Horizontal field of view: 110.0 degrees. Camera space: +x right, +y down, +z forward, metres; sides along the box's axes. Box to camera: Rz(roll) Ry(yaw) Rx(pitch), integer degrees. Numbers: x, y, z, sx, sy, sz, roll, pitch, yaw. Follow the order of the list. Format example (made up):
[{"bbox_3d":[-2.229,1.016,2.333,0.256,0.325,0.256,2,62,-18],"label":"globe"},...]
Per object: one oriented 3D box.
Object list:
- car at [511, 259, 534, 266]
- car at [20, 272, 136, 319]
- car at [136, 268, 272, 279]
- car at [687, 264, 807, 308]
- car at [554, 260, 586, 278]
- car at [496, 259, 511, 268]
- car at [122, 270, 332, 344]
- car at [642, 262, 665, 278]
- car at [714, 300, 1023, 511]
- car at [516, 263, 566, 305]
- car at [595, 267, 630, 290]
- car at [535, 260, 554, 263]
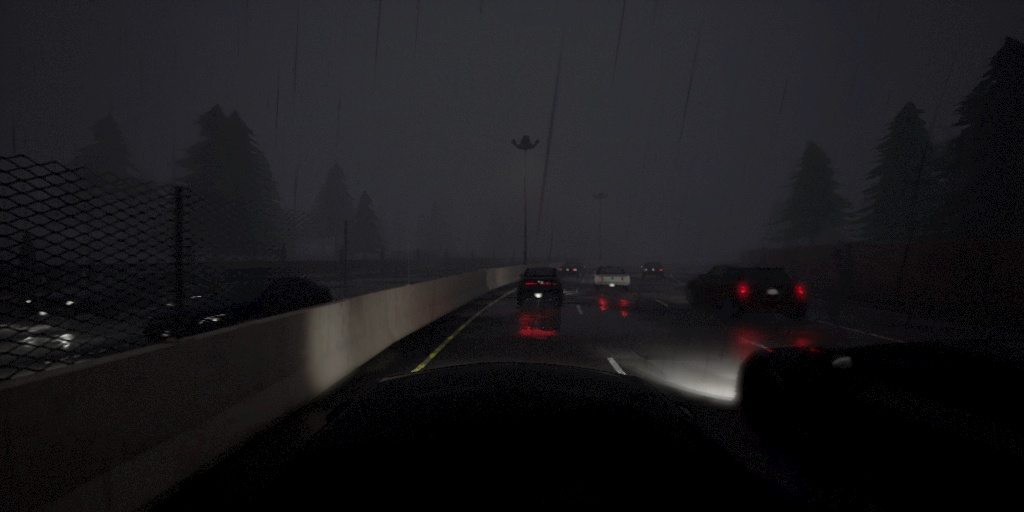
[{"bbox_3d":[2.318,1.137,51.800,2.128,1.511,4.902,0,0,28],"label":"car"},{"bbox_3d":[-13.360,1.270,13.066,2.033,1.411,5.357,0,0,6],"label":"car"},{"bbox_3d":[-9.795,1.215,12.993,2.128,1.511,4.902,0,0,7],"label":"car"},{"bbox_3d":[7.947,1.081,12.680,2.097,1.767,4.553,0,0,7],"label":"car"},{"bbox_3d":[5.625,1.234,33.195,2.033,1.411,5.357,0,0,19],"label":"car"},{"bbox_3d":[-0.645,1.167,53.685,1.812,1.442,4.674,0,0,28],"label":"car"},{"bbox_3d":[-6.643,1.258,9.425,1.812,1.442,4.674,0,0,5],"label":"car"},{"bbox_3d":[12.982,1.236,32.971,2.033,1.411,5.357,0,0,21],"label":"car"},{"bbox_3d":[3.685,1.312,2.685,1.994,1.385,4.181,0,0,1],"label":"car"},{"bbox_3d":[1.363,1.225,15.934,1.837,1.490,4.892,0,0,9],"label":"car"},{"bbox_3d":[6.036,1.310,22.012,1.895,1.301,4.718,0,0,13],"label":"car"},{"bbox_3d":[5.316,1.215,49.976,1.994,1.385,4.181,0,0,28],"label":"car"}]
